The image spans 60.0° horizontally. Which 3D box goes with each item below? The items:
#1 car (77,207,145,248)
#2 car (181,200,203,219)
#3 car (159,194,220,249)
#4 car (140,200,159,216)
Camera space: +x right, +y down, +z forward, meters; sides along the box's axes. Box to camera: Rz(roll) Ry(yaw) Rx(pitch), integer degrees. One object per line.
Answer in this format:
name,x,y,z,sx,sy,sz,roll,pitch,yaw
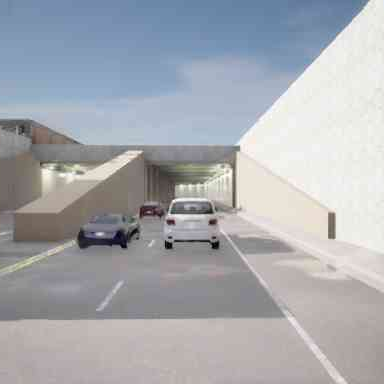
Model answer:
car,-3.500,1.572,14.650,1.994,1.385,4.181,0,0,0
car,0.000,1.532,29.650,1.812,1.442,4.674,0,0,0
car,0.000,1.257,14.680,2.150,2.045,5.566,0,0,0
car,-3.500,1.484,29.650,1.882,1.535,5.008,0,0,0
